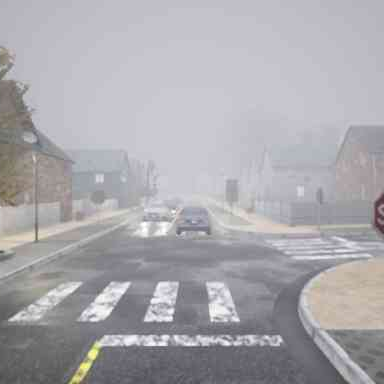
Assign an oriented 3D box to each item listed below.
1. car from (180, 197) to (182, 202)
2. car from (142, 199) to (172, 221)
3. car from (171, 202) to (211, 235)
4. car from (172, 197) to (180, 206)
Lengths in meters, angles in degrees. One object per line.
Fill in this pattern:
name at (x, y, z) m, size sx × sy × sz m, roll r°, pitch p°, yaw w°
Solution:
car at (-2.753, 1.534, 60.766) m, size 2.033 × 1.411 × 5.357 m, roll 0°, pitch 0°, yaw 0°
car at (-2.849, 1.518, 26.930) m, size 1.812 × 1.442 × 4.674 m, roll 0°, pitch 0°, yaw 0°
car at (0.095, 1.541, 18.918) m, size 2.033 × 1.411 × 5.357 m, roll 0°, pitch 0°, yaw 0°
car at (-2.846, 1.552, 41.103) m, size 1.994 × 1.385 × 4.181 m, roll 0°, pitch 0°, yaw 0°
